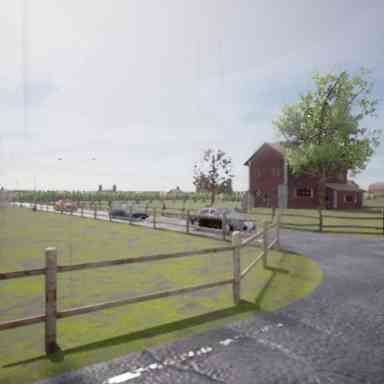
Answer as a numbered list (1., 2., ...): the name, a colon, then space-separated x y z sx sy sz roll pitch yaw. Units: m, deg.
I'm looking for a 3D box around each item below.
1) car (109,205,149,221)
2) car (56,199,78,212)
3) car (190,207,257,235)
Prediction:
1. car: -5.988 1.873 30.969 2.033 1.411 5.357 1 -1 -36
2. car: -17.732 1.855 47.195 2.097 1.767 4.553 1 -1 -36
3. car: 1.795 1.694 20.246 2.128 1.511 4.902 1 -1 -35
